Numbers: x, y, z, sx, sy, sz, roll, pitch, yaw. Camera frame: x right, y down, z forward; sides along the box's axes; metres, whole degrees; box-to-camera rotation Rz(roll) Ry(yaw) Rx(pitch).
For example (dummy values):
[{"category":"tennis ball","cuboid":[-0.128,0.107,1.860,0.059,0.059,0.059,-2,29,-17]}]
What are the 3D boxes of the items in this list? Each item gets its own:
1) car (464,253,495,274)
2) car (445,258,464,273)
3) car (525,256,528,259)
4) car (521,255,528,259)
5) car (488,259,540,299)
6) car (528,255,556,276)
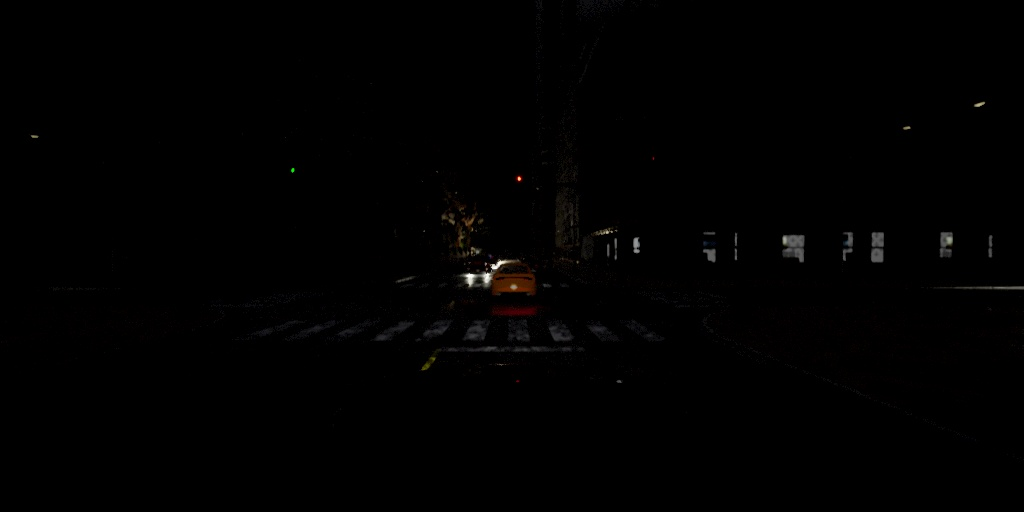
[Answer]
[{"category":"car","cuboid":[-3.114,0.738,34.762,2.097,1.767,4.553,0,1,0]},{"category":"car","cuboid":[-5.706,0.911,36.537,1.888,1.381,4.507,0,0,0]},{"category":"car","cuboid":[2.675,0.932,36.543,1.948,1.339,4.313,0,0,0]},{"category":"car","cuboid":[2.665,0.677,59.267,1.948,1.339,4.313,0,0,0]},{"category":"car","cuboid":[0.083,1.066,16.760,1.882,1.535,5.008,0,1,0]},{"category":"car","cuboid":[2.678,0.869,30.863,1.967,1.591,4.097,0,0,0]}]
